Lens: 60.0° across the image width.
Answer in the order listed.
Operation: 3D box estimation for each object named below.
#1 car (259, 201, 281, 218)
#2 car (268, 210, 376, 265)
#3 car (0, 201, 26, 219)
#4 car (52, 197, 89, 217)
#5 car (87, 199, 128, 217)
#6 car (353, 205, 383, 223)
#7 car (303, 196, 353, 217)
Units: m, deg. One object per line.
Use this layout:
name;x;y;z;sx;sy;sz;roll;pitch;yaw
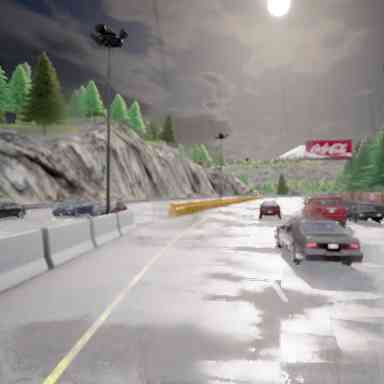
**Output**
car;7.312;1.578;31.288;1.882;1.535;5.008;0;0;12
car;4.235;1.594;11.924;2.033;1.411;5.357;0;0;5
car;-15.220;1.469;26.253;1.837;1.490;4.892;0;-1;10
car;-10.857;1.347;30.746;2.097;1.767;4.553;0;0;11
car;-7.360;1.541;30.423;1.812;1.442;4.674;0;0;11
car;13.424;1.727;26.491;1.895;1.301;4.718;0;0;11
car;9.359;1.319;23.810;2.150;2.045;5.566;0;0;10
